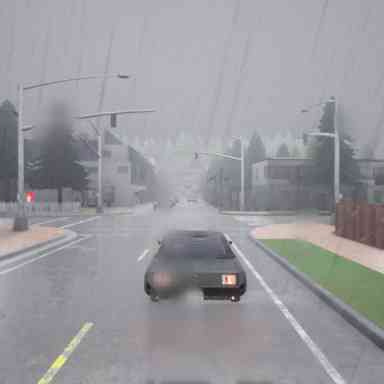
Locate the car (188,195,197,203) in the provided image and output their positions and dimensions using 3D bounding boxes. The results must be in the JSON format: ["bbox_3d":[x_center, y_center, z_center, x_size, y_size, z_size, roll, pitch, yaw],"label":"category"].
[{"bbox_3d":[0.061,1.586,71.439,1.895,1.301,4.718,0,0,0],"label":"car"}]

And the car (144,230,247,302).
[{"bbox_3d":[0.075,1.600,8.208,1.895,1.301,4.718,0,0,0],"label":"car"}]

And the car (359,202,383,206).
[{"bbox_3d":[15.323,1.578,29.261,4.718,1.301,1.895,0,0,-8],"label":"car"}]

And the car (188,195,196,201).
[{"bbox_3d":[0.067,1.468,81.475,1.882,1.535,5.008,0,0,0],"label":"car"}]

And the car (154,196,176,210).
[{"bbox_3d":[-3.564,1.347,41.994,2.097,1.767,4.553,0,0,0],"label":"car"}]

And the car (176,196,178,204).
[{"bbox_3d":[-3.551,1.519,52.229,1.812,1.442,4.674,0,0,0],"label":"car"}]
